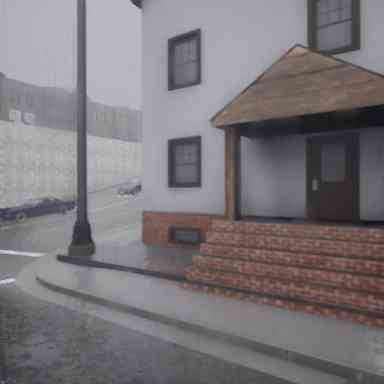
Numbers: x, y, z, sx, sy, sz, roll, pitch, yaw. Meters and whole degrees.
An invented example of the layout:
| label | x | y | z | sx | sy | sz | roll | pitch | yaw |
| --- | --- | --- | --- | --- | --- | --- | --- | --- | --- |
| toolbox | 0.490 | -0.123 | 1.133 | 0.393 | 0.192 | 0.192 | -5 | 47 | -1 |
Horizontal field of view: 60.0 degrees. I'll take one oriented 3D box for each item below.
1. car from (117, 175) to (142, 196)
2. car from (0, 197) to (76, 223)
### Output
| label | x | y | z | sx | sy | sz | roll | pitch | yaw |
| --- | --- | --- | --- | --- | --- | --- | --- | --- | --- |
| car | -4.679 | -0.712 | 29.836 | 1.812 | 1.442 | 4.674 | 0 | 13 | 35 |
| car | -10.233 | 1.070 | 21.923 | 1.895 | 1.301 | 4.718 | 0 | 6 | 35 |
